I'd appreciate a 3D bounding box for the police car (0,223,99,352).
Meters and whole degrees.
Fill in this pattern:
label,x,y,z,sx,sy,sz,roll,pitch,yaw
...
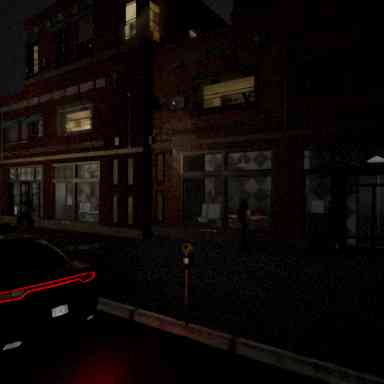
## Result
label,x,y,z,sx,sy,sz,roll,pitch,yaw
police car,-3.908,1.424,6.074,5.238,1.638,1.930,0,0,36
